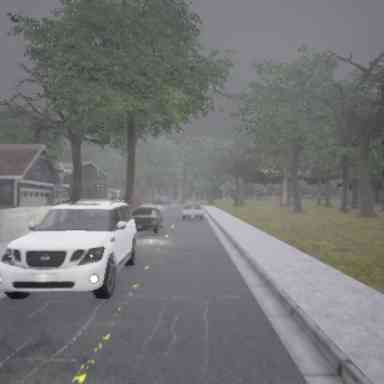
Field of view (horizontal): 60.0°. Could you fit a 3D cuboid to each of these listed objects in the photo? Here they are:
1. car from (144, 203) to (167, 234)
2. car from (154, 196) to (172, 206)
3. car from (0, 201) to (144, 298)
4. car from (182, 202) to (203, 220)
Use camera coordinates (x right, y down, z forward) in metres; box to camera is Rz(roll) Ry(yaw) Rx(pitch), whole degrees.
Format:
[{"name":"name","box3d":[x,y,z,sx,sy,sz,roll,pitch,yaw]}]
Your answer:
[{"name":"car","box3d":[-2.834,1.645,20.617,1.882,1.535,5.008,0,-1,0]},{"name":"car","box3d":[-6.287,1.814,70.228,2.150,2.045,5.566,1,-1,-28]},{"name":"car","box3d":[-2.856,1.290,9.052,2.150,2.045,5.566,0,0,-1]},{"name":"car","box3d":[0.061,1.864,31.350,1.895,1.301,4.718,0,-1,0]}]
